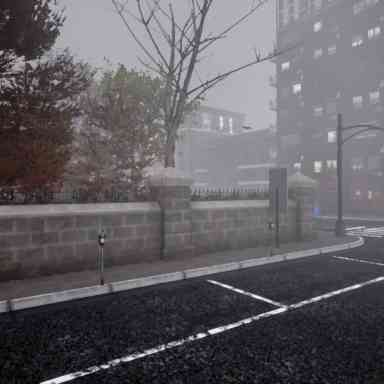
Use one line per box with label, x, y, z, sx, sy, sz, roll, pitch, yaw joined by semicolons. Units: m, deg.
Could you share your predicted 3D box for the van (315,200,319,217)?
van;10.421;1.646;32.627;1.690;1.788;3.998;-1;0;-36
